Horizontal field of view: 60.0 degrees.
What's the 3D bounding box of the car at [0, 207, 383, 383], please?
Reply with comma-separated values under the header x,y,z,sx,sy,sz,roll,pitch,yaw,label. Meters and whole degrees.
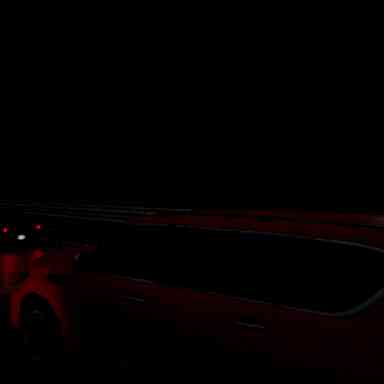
x,y,z,sx,sy,sz,roll,pitch,yaw,label
0.163,1.204,3.874,5.566,2.045,2.150,1,1,35,car
